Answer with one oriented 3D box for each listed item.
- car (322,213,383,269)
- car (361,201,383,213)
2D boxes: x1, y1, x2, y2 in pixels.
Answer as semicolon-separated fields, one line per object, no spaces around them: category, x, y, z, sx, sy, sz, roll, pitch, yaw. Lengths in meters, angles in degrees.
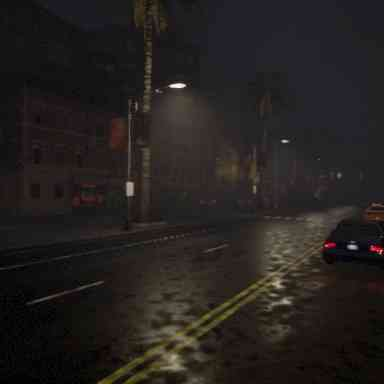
car;5.958;1.673;11.765;2.033;1.411;5.357;0;0;32
car;14.689;1.772;26.048;1.882;1.535;5.008;0;0;32
